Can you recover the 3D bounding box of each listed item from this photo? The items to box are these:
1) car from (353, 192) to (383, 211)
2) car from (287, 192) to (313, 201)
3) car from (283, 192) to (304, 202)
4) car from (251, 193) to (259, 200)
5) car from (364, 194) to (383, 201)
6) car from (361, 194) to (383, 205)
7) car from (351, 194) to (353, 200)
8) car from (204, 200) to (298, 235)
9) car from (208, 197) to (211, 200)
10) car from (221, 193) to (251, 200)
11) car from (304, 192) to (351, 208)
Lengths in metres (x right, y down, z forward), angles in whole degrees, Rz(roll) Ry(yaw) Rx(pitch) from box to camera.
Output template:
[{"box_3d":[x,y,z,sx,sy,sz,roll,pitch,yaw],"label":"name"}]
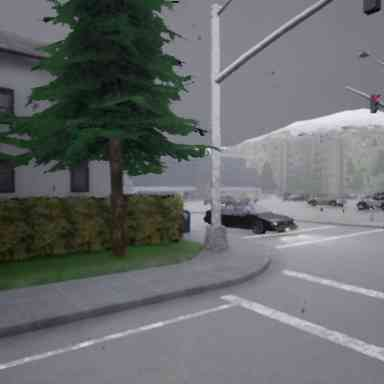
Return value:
[{"box_3d":[18.948,0.964,33.696,1.905,1.878,3.866,0,0,-36],"label":"car"},{"box_3d":[21.853,0.912,67.456,1.932,1.855,4.605,0,0,-36],"label":"car"},{"box_3d":[19.740,0.901,65.420,1.905,1.878,3.866,0,0,-36],"label":"car"},{"box_3d":[9.369,1.020,57.927,2.152,1.636,5.027,0,0,-36],"label":"car"},{"box_3d":[38.928,1.149,70.467,1.970,1.475,3.806,0,0,-36],"label":"car"},{"box_3d":[27.519,1.134,48.716,2.007,1.523,4.514,0,0,-36],"label":"car"},{"box_3d":[36.998,1.128,78.228,1.845,1.501,3.633,0,0,-36],"label":"car"},{"box_3d":[2.823,1.316,17.362,2.033,1.411,5.357,0,0,-36],"label":"car"},{"box_3d":[4.356,1.119,53.907,1.970,1.475,3.806,0,0,-36],"label":"car"},{"box_3d":[5.516,1.197,46.049,2.007,1.523,4.514,0,0,-36],"label":"car"},{"box_3d":[17.004,0.973,41.998,1.932,1.855,4.605,0,0,-36],"label":"car"}]
